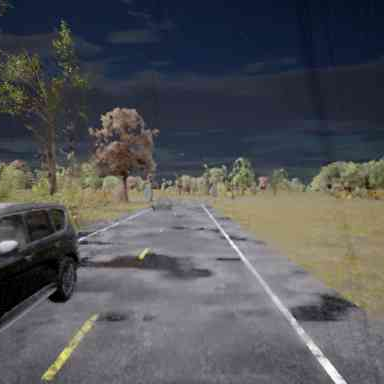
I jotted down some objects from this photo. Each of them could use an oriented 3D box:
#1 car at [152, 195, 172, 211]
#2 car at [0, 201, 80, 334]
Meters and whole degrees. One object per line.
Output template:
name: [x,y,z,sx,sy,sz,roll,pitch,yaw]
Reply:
car: [-3.585,1.315,40.274,2.097,1.767,4.553,0,0,0]
car: [-3.601,1.218,5.351,2.150,2.045,5.566,0,0,0]
